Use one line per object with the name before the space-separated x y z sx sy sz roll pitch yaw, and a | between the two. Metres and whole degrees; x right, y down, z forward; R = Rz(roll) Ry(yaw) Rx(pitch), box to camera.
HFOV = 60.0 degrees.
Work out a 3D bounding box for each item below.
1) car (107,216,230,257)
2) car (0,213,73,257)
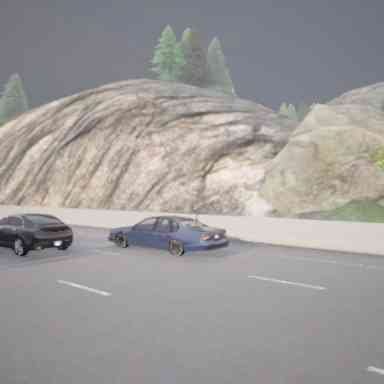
car | -1.108 1.678 13.608 5.357 1.411 2.033 0 -1 37
car | -6.795 1.614 13.523 4.892 1.490 1.837 0 -1 37
